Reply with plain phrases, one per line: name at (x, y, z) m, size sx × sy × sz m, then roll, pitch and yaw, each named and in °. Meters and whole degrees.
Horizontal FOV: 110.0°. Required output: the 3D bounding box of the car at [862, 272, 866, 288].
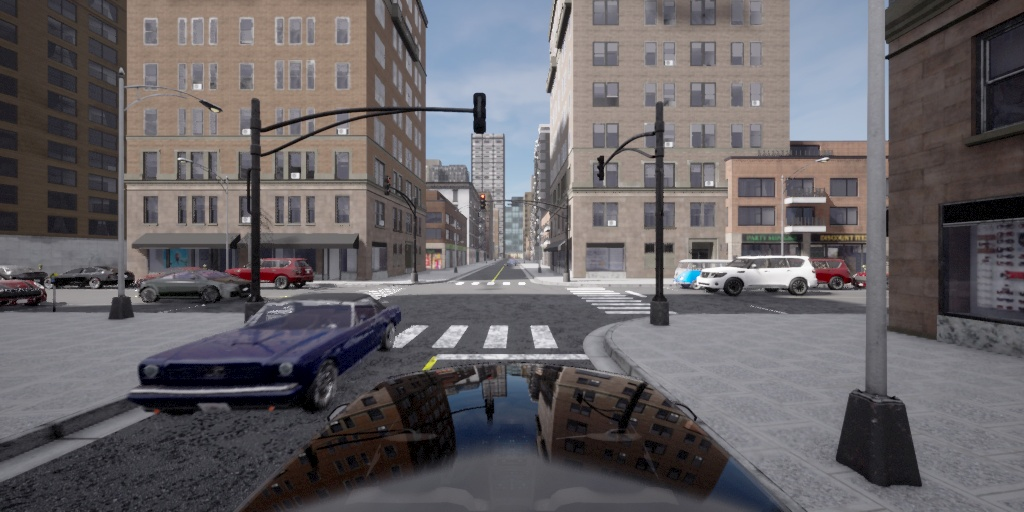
car at (23.226, 1.215, 21.821) m, size 4.097 × 1.591 × 1.967 m, roll 0°, pitch 0°, yaw 0°

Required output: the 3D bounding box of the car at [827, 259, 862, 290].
car at (17.630, 1.086, 21.853) m, size 5.009 × 1.841 × 2.192 m, roll 0°, pitch 0°, yaw 0°

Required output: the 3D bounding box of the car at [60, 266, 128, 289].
car at (-25.960, 1.300, 22.097) m, size 4.313 × 1.339 × 1.948 m, roll 0°, pitch 0°, yaw 0°

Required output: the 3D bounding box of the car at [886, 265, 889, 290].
car at (22.921, 1.280, 19.065) m, size 4.892 × 1.490 × 1.837 m, roll 0°, pitch 0°, yaw 0°

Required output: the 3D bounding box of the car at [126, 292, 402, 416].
car at (-3.383, 1.351, 6.134) m, size 1.895 × 1.301 × 4.718 m, roll 0°, pitch 0°, yaw -3°

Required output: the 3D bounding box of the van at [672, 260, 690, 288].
van at (12.034, 1.107, 21.884) m, size 3.998 × 1.789 × 1.690 m, roll 0°, pitch 0°, yaw 0°

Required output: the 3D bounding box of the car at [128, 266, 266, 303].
car at (-13.946, 1.309, 16.077) m, size 4.181 × 1.385 × 1.994 m, roll 0°, pitch 0°, yaw 0°

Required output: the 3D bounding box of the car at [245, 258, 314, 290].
car at (-14.913, 1.059, 22.035) m, size 5.009 × 1.841 × 2.192 m, roll 0°, pitch 0°, yaw 0°

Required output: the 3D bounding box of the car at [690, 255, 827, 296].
car at (12.956, 0.989, 19.119) m, size 5.566 × 2.045 × 2.150 m, roll 0°, pitch 0°, yaw 0°

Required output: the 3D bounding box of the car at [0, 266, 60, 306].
car at (-20.459, 1.180, 13.540) m, size 4.097 × 1.591 × 1.967 m, roll 0°, pitch 0°, yaw 0°
